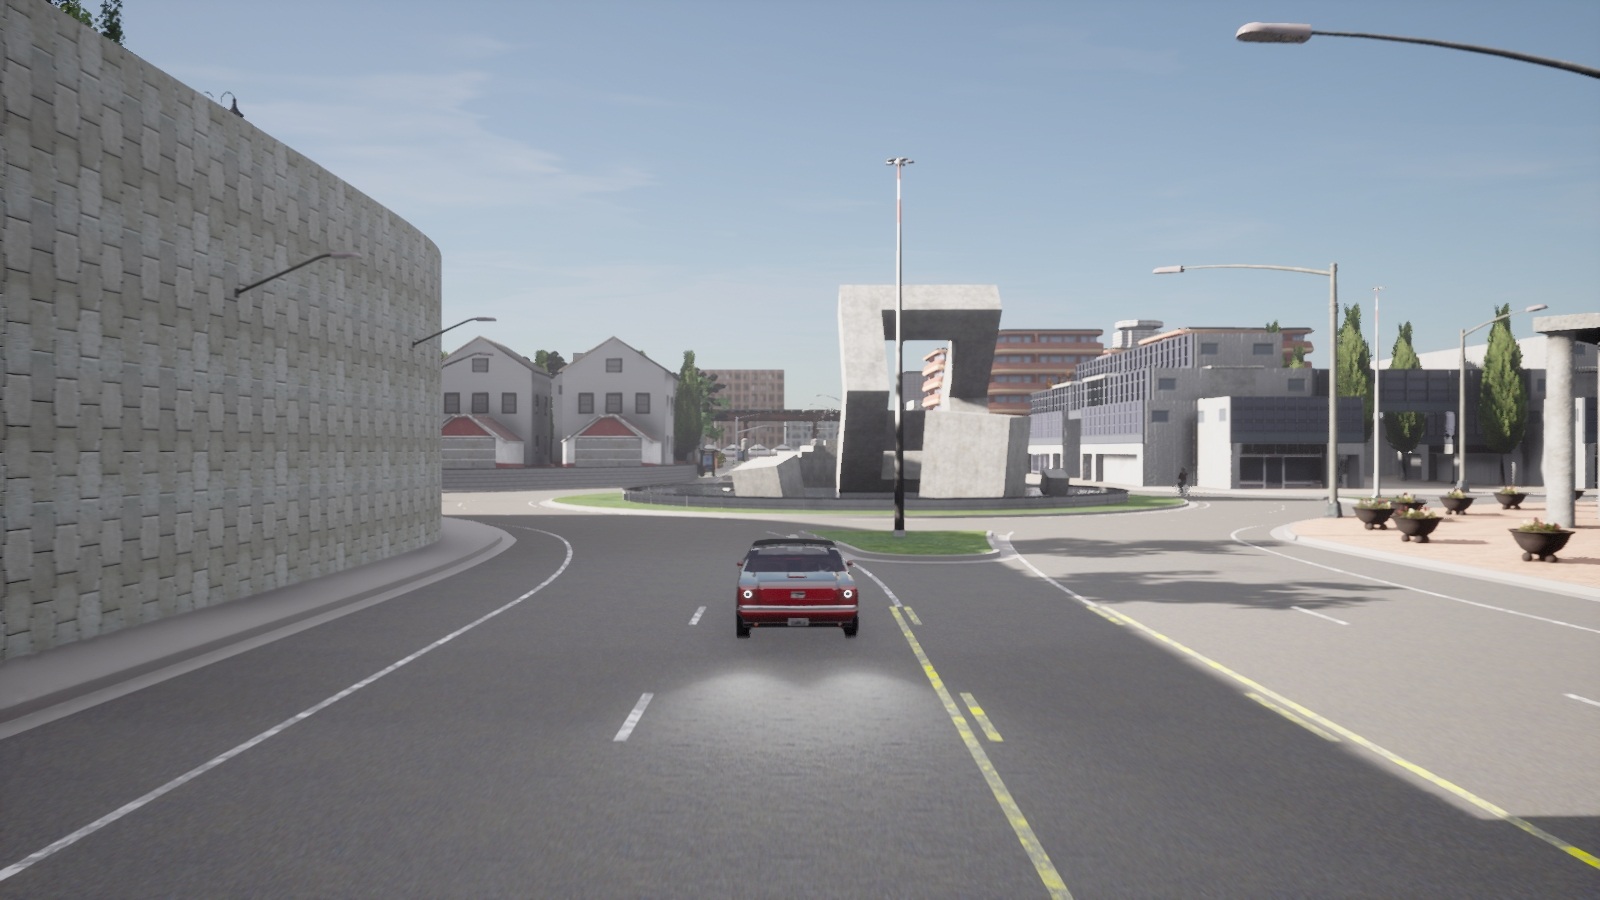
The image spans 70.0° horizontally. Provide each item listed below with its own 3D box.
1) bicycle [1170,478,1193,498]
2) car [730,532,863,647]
[{"bbox_3d":[22.622,2.233,67.798,0.329,1.126,1.835,-2,1,-13],"label":"bicycle"},{"bbox_3d":[-0.117,2.155,18.629,1.895,1.301,4.718,0,0,-1],"label":"car"}]
